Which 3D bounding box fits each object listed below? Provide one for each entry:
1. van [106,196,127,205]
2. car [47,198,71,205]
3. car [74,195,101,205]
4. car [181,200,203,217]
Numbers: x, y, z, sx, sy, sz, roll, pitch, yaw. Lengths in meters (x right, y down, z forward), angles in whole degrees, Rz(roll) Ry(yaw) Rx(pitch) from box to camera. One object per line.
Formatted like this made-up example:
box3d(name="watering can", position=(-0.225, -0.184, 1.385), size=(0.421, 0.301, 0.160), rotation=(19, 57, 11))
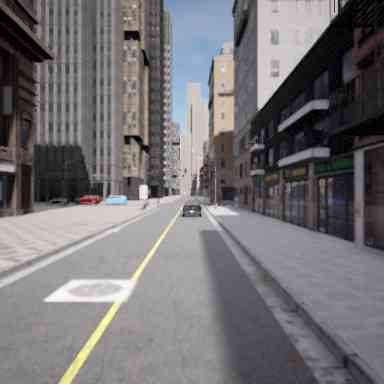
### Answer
box3d(name="van", position=(-14.736, 1.596, 65.279), size=(3.998, 1.788, 1.690), rotation=(0, 0, -1))
box3d(name="car", position=(-26.017, 1.815, 65.104), size=(4.313, 1.339, 1.947), rotation=(0, 0, -1))
box3d(name="car", position=(-20.377, 1.568, 65.192), size=(5.009, 1.841, 2.192), rotation=(0, 0, -1))
box3d(name="car", position=(0.013, 1.615, 33.013), size=(1.837, 1.490, 4.892), rotation=(0, -1, 1))
